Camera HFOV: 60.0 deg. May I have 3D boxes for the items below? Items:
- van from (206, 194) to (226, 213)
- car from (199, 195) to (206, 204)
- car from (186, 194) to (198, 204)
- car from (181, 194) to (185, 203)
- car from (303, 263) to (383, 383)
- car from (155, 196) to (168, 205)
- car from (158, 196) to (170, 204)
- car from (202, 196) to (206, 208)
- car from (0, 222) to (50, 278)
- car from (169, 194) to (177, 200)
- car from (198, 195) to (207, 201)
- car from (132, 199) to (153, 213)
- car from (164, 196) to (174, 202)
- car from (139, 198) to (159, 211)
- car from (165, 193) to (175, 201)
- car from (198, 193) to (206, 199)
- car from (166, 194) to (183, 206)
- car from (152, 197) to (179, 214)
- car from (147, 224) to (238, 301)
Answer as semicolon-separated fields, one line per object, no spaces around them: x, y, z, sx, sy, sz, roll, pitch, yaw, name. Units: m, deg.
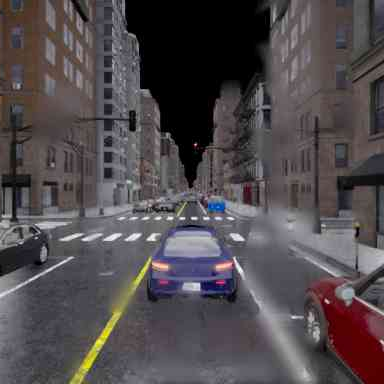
2.677;1.339;36.070;1.690;1.788;3.998;0;0;0;van
2.704;1.575;58.795;1.802;1.307;4.206;0;0;0;car
0.126;1.535;65.820;2.033;1.411;5.357;0;0;0;car
-2.683;1.554;67.621;1.994;1.385;4.181;0;0;0;car
2.640;1.440;3.470;1.967;1.590;4.097;0;0;0;car
-5.322;1.519;58.628;1.752;1.417;4.829;0;0;0;car
-5.315;1.555;64.480;1.947;1.339;4.313;0;0;0;car
2.691;1.579;47.432;1.802;1.307;4.206;0;0;0;car
-5.379;1.551;8.989;2.008;1.369;4.403;0;0;0;car
-5.282;1.408;92.889;1.967;1.590;4.097;0;0;0;car
2.736;1.523;87.201;2.008;1.369;4.403;0;0;0;car
-5.348;1.549;36.071;2.008;1.369;4.403;0;0;0;car
-5.302;1.546;75.844;1.947;1.339;4.313;0;0;0;car
-5.341;1.542;41.752;1.887;1.381;4.507;0;0;0;car
-5.295;1.291;81.525;2.192;1.841;5.009;0;0;0;car
2.711;1.304;64.477;2.192;1.841;5.009;0;0;0;car
-2.787;1.502;51.080;1.837;1.490;4.892;0;0;0;car
-2.809;1.561;35.962;1.994;1.385;4.181;0;0;0;car
0.013;1.526;8.220;1.812;1.442;4.674;0;0;0;car
